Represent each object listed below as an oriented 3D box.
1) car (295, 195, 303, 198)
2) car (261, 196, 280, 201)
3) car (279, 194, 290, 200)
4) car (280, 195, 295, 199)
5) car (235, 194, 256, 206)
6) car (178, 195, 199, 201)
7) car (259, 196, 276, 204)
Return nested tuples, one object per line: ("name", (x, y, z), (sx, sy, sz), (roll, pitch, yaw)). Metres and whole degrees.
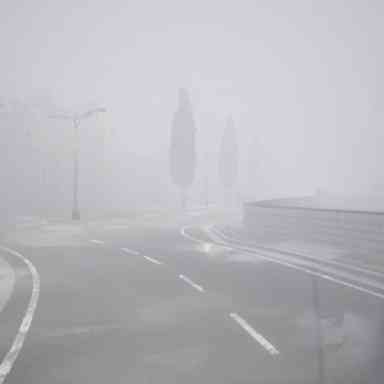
("car", (26.134, 1.317, 80.962), (1.994, 1.385, 4.181), (0, 0, 26))
("car", (11.678, 1.536, 51.088), (1.812, 1.442, 4.674), (0, 0, 26))
("car", (22.984, 1.317, 82.486), (1.994, 1.385, 4.181), (0, 0, 26))
("car", (18.225, 1.630, 64.618), (1.895, 1.301, 4.718), (0, 0, 26))
("car", (8.540, 1.271, 52.640), (2.150, 2.045, 5.566), (0, 0, 26))
("car", (-0.768, 1.274, 77.096), (4.718, 1.301, 1.895), (4, 2, 27))
("car", (15.061, 1.503, 66.115), (2.128, 1.511, 4.902), (0, 0, 26))
